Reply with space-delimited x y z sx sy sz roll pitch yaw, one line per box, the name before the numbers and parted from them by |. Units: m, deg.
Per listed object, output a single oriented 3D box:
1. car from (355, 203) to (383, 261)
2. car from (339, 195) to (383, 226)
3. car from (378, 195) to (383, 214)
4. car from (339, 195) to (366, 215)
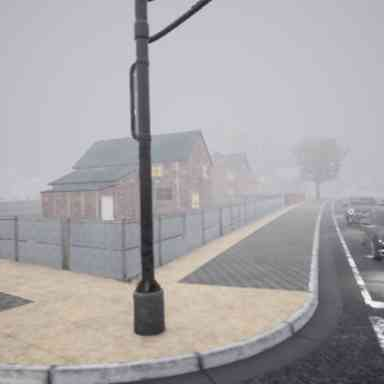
car | 6.908 1.324 11.276 1.837 1.490 4.892 -2 0 21
car | 10.488 1.069 20.457 2.097 1.767 4.553 -2 0 21
car | 17.200 1.027 28.342 1.812 1.442 4.674 -2 0 23
car | 14.420 1.086 30.107 1.882 1.535 5.008 -2 0 23
